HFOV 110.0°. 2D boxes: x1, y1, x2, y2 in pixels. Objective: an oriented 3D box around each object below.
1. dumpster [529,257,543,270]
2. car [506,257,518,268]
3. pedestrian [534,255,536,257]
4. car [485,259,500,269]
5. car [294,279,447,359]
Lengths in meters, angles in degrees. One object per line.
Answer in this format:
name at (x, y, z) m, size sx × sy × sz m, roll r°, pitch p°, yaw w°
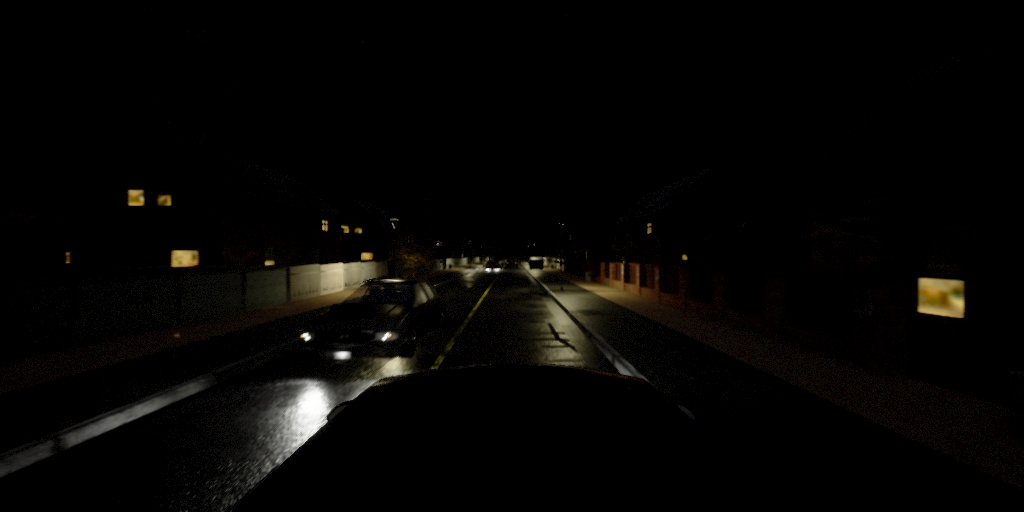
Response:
dumpster at (3.001, 1.017, 45.272) m, size 1.020 × 1.700 × 1.940 m, roll 0°, pitch 0°, yaw 0°
car at (-0.002, 1.133, 56.156) m, size 2.033 × 1.411 × 5.357 m, roll 0°, pitch 0°, yaw 0°
pedestrian at (3.001, 0.758, 46.730) m, size 0.375 × 1.860 × 0.375 m, roll 0°, pitch 0°, yaw -6°
car at (-2.819, 1.160, 52.762) m, size 1.994 × 1.385 × 4.181 m, roll 0°, pitch 0°, yaw 0°
car at (-2.853, 1.278, 8.694) m, size 2.033 × 1.411 × 5.357 m, roll 0°, pitch 0°, yaw 0°
